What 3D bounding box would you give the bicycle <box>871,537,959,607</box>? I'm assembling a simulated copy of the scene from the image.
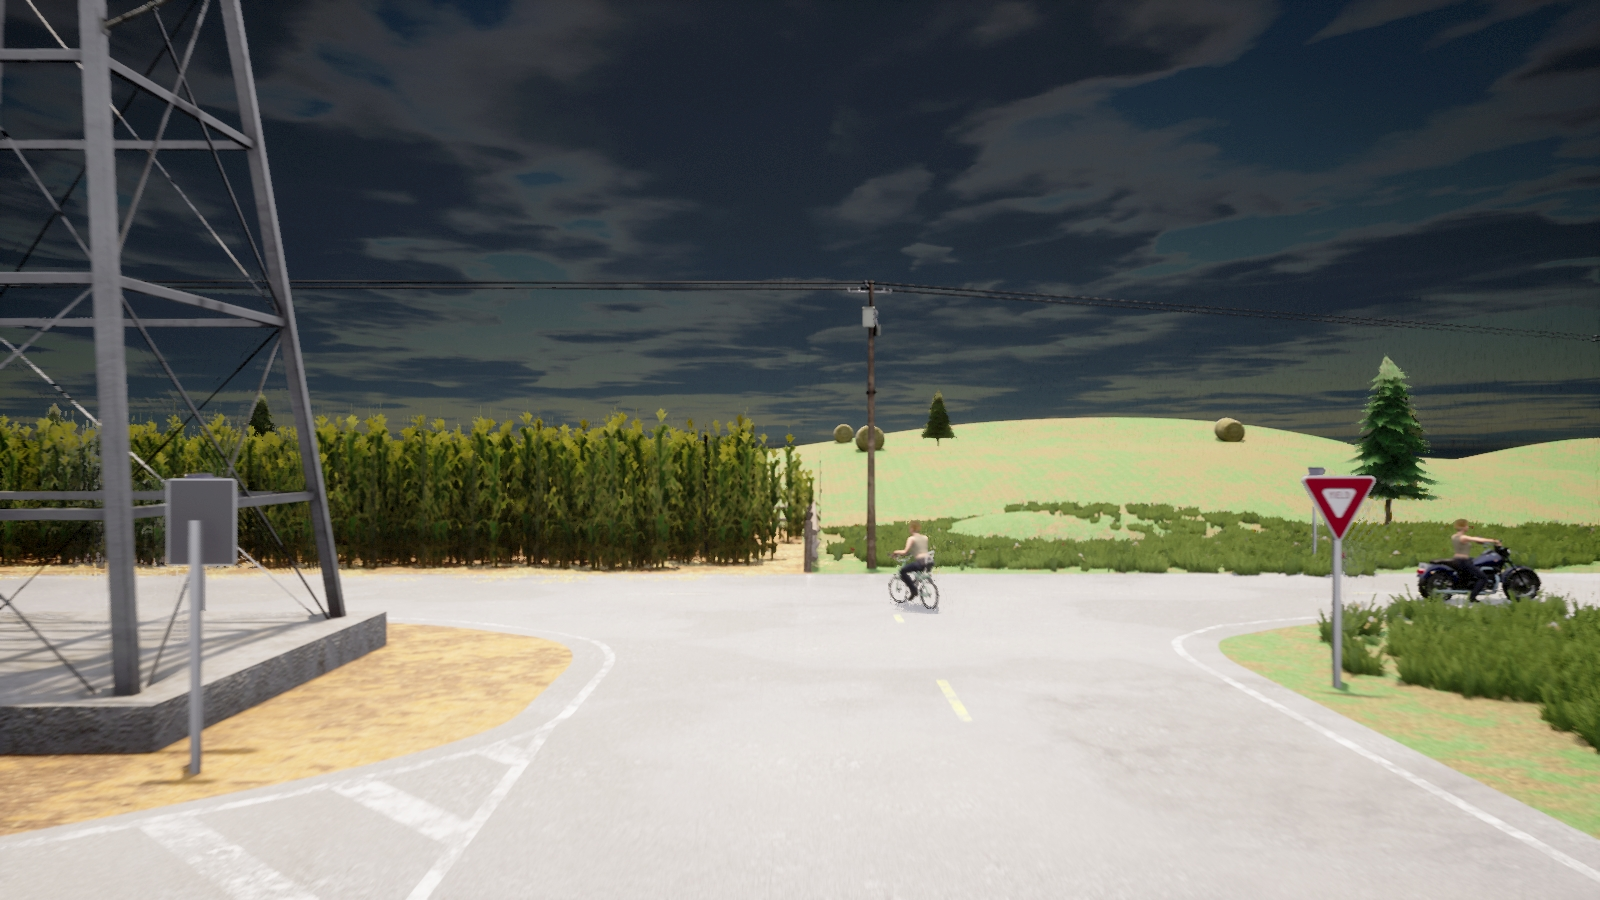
[{"bbox_3d":[2.105,2.220,21.041,0.859,1.080,1.487,-3,1,-30],"label":"bicycle"}]
